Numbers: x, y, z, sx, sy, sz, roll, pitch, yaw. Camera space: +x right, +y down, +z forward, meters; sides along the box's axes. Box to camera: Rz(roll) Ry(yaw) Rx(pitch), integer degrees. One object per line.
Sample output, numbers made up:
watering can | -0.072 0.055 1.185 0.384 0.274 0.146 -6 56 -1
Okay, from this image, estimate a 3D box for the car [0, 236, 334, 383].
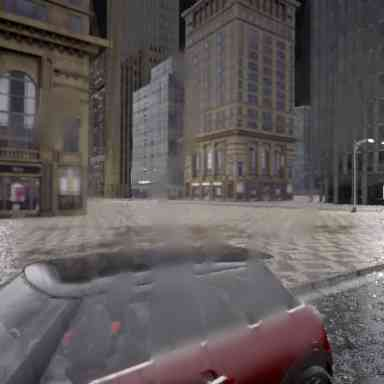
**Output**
car | -0.891 1.352 2.728 4.553 1.767 2.097 0 0 -35
